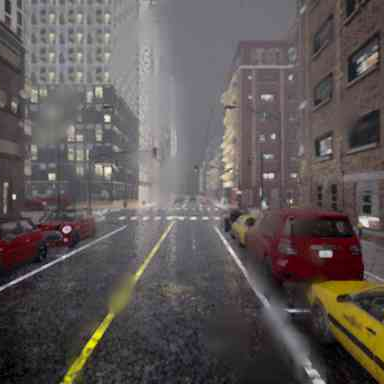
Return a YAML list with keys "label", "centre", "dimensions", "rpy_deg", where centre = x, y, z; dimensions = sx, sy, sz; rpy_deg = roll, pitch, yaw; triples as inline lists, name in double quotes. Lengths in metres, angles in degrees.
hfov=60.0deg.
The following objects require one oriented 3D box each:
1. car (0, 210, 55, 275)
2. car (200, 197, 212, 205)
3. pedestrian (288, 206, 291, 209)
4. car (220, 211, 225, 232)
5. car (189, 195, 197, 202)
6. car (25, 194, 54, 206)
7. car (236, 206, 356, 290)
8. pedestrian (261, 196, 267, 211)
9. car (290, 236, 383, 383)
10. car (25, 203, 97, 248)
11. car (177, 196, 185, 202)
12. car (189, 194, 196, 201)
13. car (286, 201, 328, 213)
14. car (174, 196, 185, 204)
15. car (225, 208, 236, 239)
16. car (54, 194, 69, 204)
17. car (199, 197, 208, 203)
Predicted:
- label: "car"
  centre: [-5.672, 1.470, 9.132]
  dimensions: [1.967, 1.590, 4.097]
  rpy_deg: [0, 0, 0]
- label: "car"
  centre: [2.853, 1.800, 62.507]
  dimensions: [1.802, 1.307, 4.206]
  rpy_deg: [0, 0, 0]
- label: "pedestrian"
  centre: [8.185, 1.409, 27.934]
  dimensions: [0.375, 1.860, 0.375]
  rpy_deg: [0, 0, 0]
- label: "car"
  centre: [2.728, 1.633, 20.484]
  dimensions: [1.947, 1.339, 4.313]
  rpy_deg: [0, 0, 0]
- label: "car"
  centre: [0.153, 1.825, 85.110]
  dimensions: [1.812, 1.442, 4.674]
  rpy_deg: [0, 0, 0]
- label: "car"
  centre: [-17.498, 1.122, 34.206]
  dimensions: [5.009, 1.841, 2.192]
  rpy_deg: [1, -1, 0]
- label: "car"
  centre: [2.708, 1.345, 9.120]
  dimensions: [2.192, 1.841, 5.009]
  rpy_deg: [0, 0, 0]
- label: "pedestrian"
  centre: [6.186, 1.235, 28.539]
  dimensions: [0.375, 1.860, 0.375]
  rpy_deg: [0, 0, 0]
- label: "car"
  centre: [2.698, 1.537, 3.607]
  dimensions: [1.752, 1.417, 4.829]
  rpy_deg: [0, 0, 0]
- label: "car"
  centre: [-5.662, 1.489, 14.815]
  dimensions: [1.967, 1.590, 4.097]
  rpy_deg: [0, 0, 0]
- label: "car"
  centre: [-2.843, 1.860, 88.294]
  dimensions: [1.994, 1.385, 4.181]
  rpy_deg: [0, 0, 0]
- label: "car"
  centre: [0.171, 1.537, 95.084]
  dimensions: [2.097, 1.767, 4.553]
  rpy_deg: [0, 0, 0]
- label: "car"
  centre: [14.719, 1.976, 42.802]
  dimensions: [4.829, 1.417, 1.752]
  rpy_deg: [1, -1, 0]
- label: "car"
  centre: [-2.870, 1.799, 72.693]
  dimensions: [2.033, 1.411, 5.357]
  rpy_deg: [0, 0, 0]
- label: "car"
  centre: [2.719, 1.574, 14.971]
  dimensions: [1.752, 1.417, 4.829]
  rpy_deg: [0, 0, 0]
- label: "car"
  centre: [-17.617, 1.170, 42.584]
  dimensions: [5.009, 1.841, 2.192]
  rpy_deg: [1, -1, 0]
- label: "car"
  centre: [2.837, 1.843, 81.072]
  dimensions: [2.008, 1.369, 4.403]
  rpy_deg: [0, 0, 0]
